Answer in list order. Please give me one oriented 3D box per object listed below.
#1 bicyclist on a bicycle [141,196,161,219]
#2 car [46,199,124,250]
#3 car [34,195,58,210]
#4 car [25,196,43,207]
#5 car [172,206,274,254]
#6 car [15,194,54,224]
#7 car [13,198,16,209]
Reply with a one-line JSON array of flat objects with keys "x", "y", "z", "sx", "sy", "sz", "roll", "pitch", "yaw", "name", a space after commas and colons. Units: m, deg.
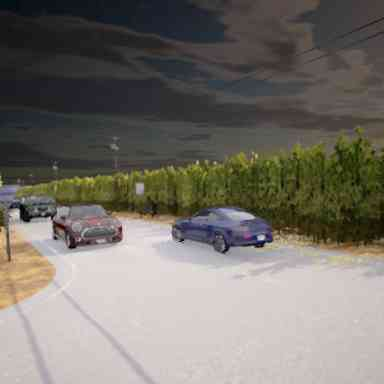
[{"x": -3.008, "y": 1.136, "z": 24.271, "sx": 1.656, "sy": 1.620, "sz": 0.582, "roll": -1, "pitch": 1, "yaw": -33, "name": "bicyclist on a bicycle"}, {"x": -4.692, "y": 1.303, "z": 14.578, "sx": 2.097, "sy": 1.767, "sz": 4.553, "roll": -4, "pitch": 2, "yaw": -33, "name": "car"}, {"x": -18.885, "y": 1.284, "z": 42.793, "sx": 2.097, "sy": 1.767, "sz": 4.553, "roll": -4, "pitch": 2, "yaw": -32, "name": "car"}, {"x": -24.349, "y": 1.462, "z": 51.204, "sx": 1.882, "sy": 1.535, "sz": 5.008, "roll": -4, "pitch": 2, "yaw": -33, "name": "car"}, {"x": 0.958, "y": 1.265, "z": 12.356, "sx": 1.812, "sy": 1.442, "sz": 4.674, "roll": -3, "pitch": 1, "yaw": -31, "name": "car"}, {"x": -12.230, "y": 1.240, "z": 26.273, "sx": 2.150, "sy": 2.045, "sz": 5.566, "roll": -4, "pitch": 2, "yaw": -33, "name": "car"}, {"x": -23.838, "y": 1.601, "z": 44.491, "sx": 1.882, "sy": 1.535, "sz": 5.008, "roll": -4, "pitch": 1, "yaw": -33, "name": "car"}]
